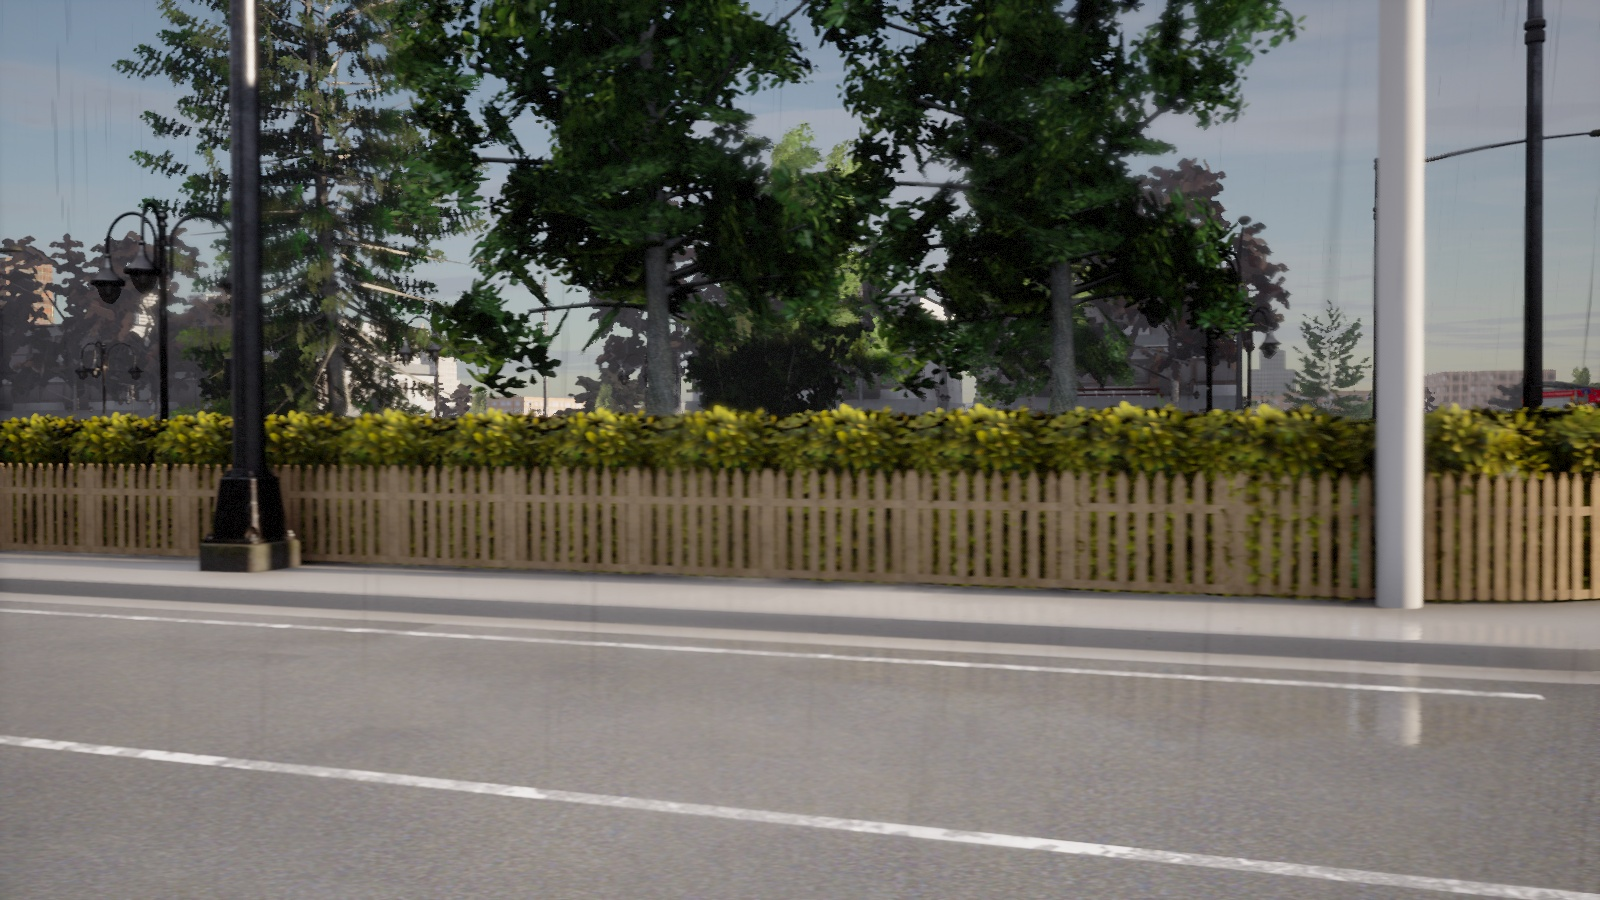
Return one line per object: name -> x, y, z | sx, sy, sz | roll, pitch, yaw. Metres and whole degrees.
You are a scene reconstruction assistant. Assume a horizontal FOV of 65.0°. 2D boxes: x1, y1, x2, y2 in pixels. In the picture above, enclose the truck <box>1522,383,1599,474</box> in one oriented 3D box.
truck -> 37.526, -0.887, 59.777 | 8.468, 3.827, 2.891 | 2, -3, -42
